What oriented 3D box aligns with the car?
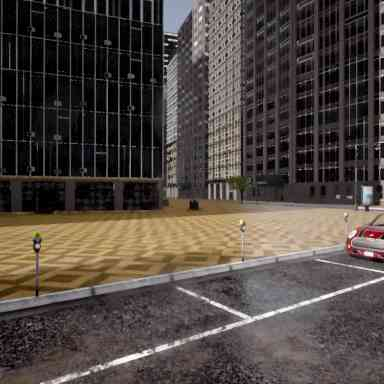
[{"bbox_3d":[7.229,1.437,11.701,4.097,1.590,1.967,0,0,-35],"label":"car"}]
